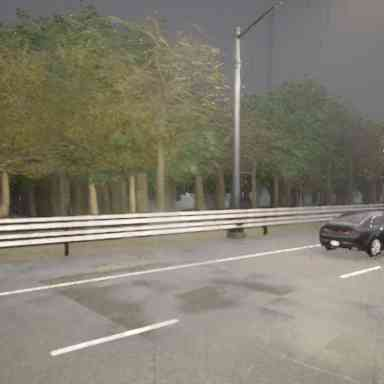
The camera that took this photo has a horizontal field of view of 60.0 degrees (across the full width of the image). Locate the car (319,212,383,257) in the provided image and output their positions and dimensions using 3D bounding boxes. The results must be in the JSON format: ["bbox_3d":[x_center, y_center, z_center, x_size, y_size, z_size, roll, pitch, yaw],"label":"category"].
[{"bbox_3d":[6.993,1.534,13.063,4.892,1.490,1.837,0,0,-35],"label":"car"}]
